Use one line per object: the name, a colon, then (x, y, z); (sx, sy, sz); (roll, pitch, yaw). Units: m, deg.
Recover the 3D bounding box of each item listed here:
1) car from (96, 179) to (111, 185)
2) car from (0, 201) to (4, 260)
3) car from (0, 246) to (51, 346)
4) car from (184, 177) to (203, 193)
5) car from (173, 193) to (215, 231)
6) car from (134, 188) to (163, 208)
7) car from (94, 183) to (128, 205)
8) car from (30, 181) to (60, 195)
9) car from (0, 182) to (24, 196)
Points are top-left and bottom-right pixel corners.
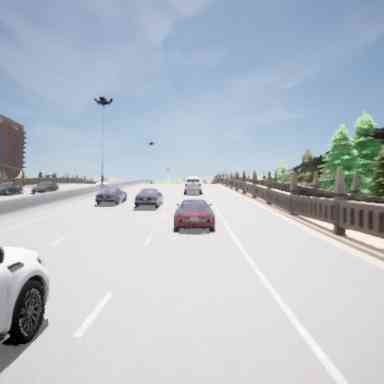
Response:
car: (-13.951, -1.262, 52.849); (1.812, 1.442, 4.674); (0, 3, -3)
car: (-6.888, 1.231, 8.016); (2.097, 1.767, 4.553); (0, 2, 0)
car: (-3.400, 1.208, 3.114); (2.150, 2.045, 5.566); (0, 1, 0)
car: (0.135, -0.861, 41.701); (2.150, 2.045, 5.566); (0, 4, 0)
car: (0.112, 1.041, 16.824); (1.994, 1.385, 4.181); (0, 4, 0)
car: (-3.379, 0.415, 26.442); (2.033, 1.411, 5.357); (0, 4, 0)
car: (-6.886, 0.268, 28.773); (2.033, 1.411, 5.357); (0, 4, 0)
car: (-17.528, -0.479, 39.957); (1.837, 1.490, 4.892); (0, 3, 0)
car: (-21.041, -0.351, 37.880); (1.837, 1.490, 4.892); (0, 3, 0)
